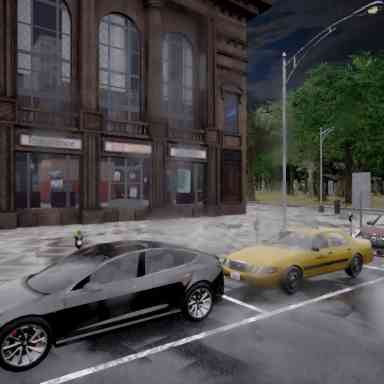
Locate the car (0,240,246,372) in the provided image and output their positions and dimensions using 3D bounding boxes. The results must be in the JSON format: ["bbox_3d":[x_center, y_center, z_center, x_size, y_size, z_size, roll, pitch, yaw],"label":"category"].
[{"bbox_3d":[-1.376,1.566,5.668,4.313,1.339,1.947,0,0,-36],"label":"car"}]

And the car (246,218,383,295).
[{"bbox_3d":[2.911,1.525,8.730,4.829,1.417,1.752,0,0,-36],"label":"car"}]

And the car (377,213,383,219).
[{"bbox_3d":[7.475,1.441,11.988,4.097,1.590,1.967,0,0,-36],"label":"car"}]
